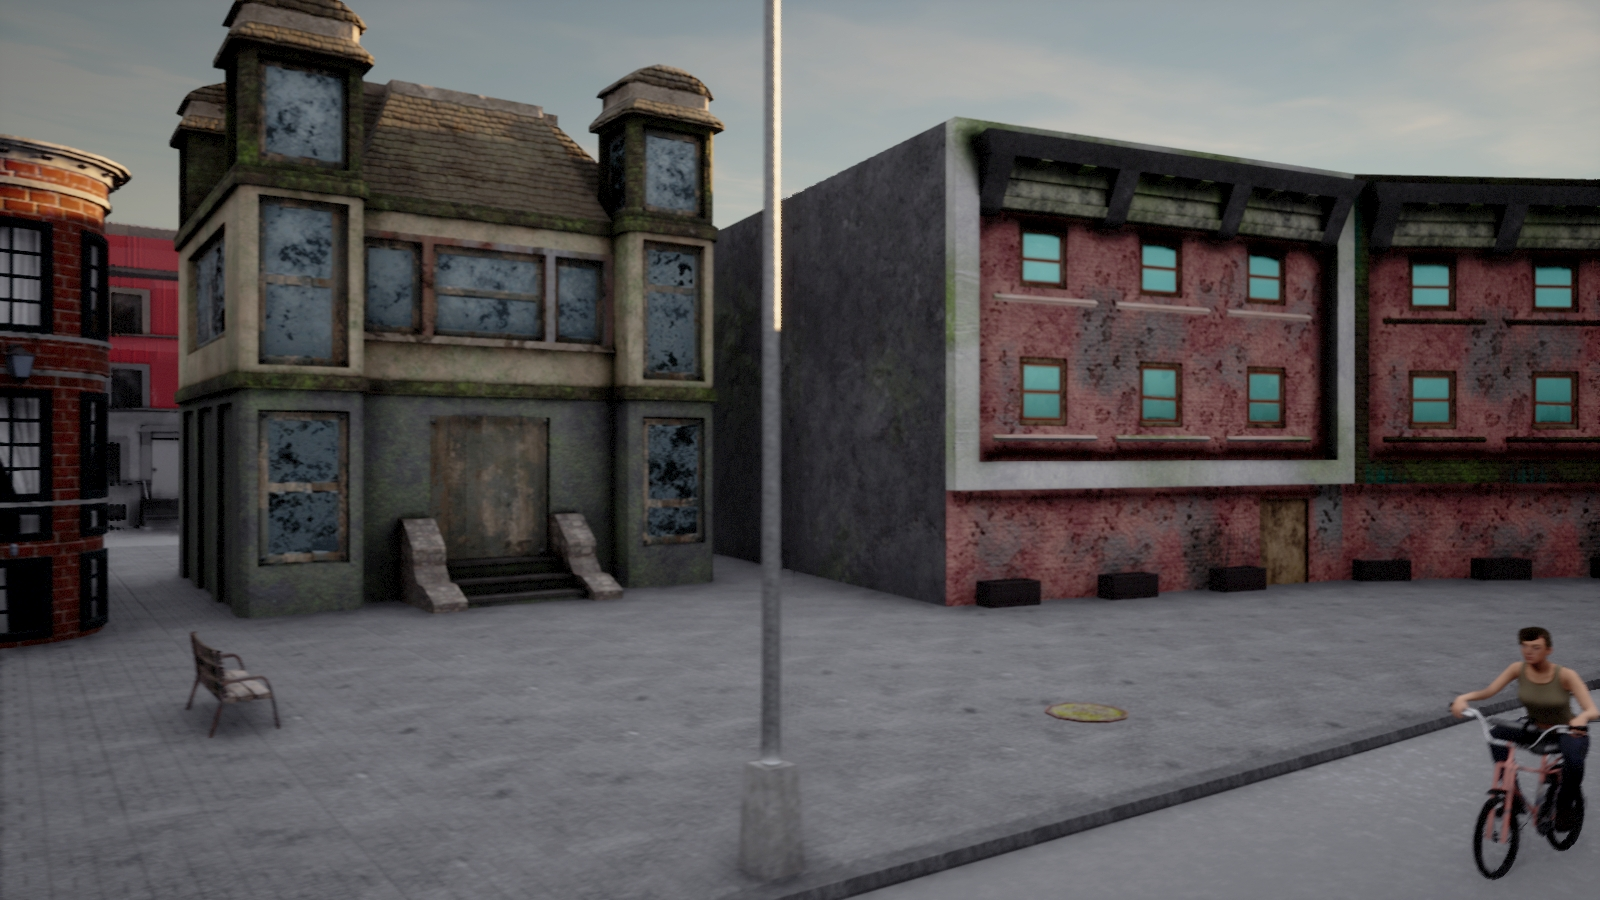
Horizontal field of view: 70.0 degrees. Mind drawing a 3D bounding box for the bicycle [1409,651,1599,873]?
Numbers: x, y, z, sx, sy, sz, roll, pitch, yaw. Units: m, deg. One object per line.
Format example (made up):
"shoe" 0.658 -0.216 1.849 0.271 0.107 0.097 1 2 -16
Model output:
"bicycle" 4.953 2.036 7.736 1.487 1.080 0.859 0 0 -34
